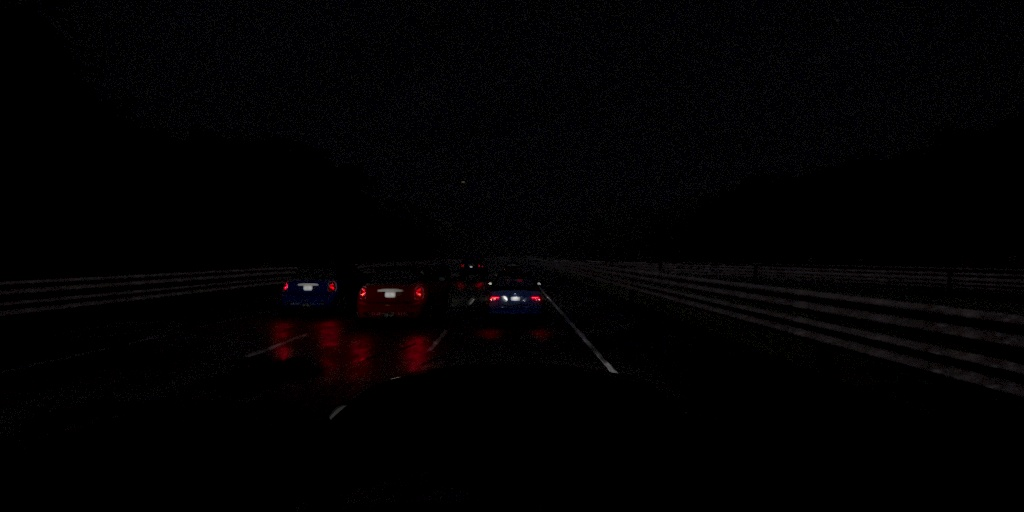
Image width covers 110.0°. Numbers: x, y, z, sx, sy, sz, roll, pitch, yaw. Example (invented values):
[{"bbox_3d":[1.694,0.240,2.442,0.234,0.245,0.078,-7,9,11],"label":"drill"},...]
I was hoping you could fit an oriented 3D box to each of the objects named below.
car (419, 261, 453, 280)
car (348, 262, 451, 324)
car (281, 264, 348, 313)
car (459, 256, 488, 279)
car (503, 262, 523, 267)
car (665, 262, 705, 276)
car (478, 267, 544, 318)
[{"bbox_3d":[-6.912,1.267,33.198,2.128,1.511,4.902,0,0,0],"label":"car"},{"bbox_3d":[-3.405,1.104,12.146,2.097,1.767,4.553,0,0,0],"label":"car"},{"bbox_3d":[-6.905,1.107,14.252,2.097,1.767,4.553,0,0,0],"label":"car"},{"bbox_3d":[-3.411,0.996,32.566,2.150,2.045,5.566,0,0,0],"label":"car"},{"bbox_3d":[0.086,1.303,34.298,1.812,1.442,4.674,0,0,0],"label":"car"},{"bbox_3d":[19.696,1.433,40.984,2.163,1.488,4.792,0,0,-19],"label":"car"},{"bbox_3d":[0.097,1.301,13.020,2.033,1.411,5.357,0,0,0],"label":"car"}]
